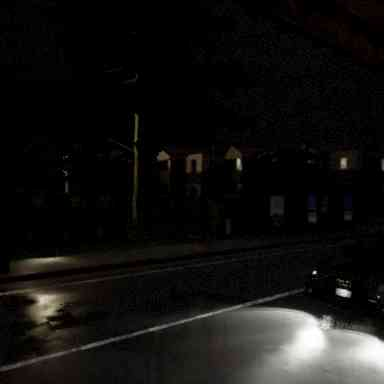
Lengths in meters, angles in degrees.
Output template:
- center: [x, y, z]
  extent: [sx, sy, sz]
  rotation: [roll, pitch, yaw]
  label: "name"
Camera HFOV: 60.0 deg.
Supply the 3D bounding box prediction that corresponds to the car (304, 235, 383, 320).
- center: [4.338, 1.655, 7.162]
  extent: [4.181, 1.385, 1.994]
  rotation: [1, -1, -36]
  label: "car"
